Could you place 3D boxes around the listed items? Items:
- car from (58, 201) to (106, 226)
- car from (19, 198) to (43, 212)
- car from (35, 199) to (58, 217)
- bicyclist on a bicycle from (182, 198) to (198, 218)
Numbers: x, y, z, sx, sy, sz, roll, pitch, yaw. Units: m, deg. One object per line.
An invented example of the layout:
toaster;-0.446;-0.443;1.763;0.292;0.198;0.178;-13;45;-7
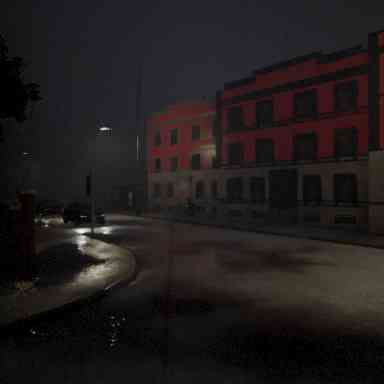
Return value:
car;-7.609;1.478;23.261;1.837;1.490;4.892;0;0;-36
car;-19.299;1.502;39.691;1.812;1.442;4.674;0;0;-35
car;-13.447;1.452;31.447;1.882;1.535;5.008;0;0;-36
bicyclist on a bicycle;-0.182;1.288;27.309;1.656;1.620;0.582;-1;0;-36
